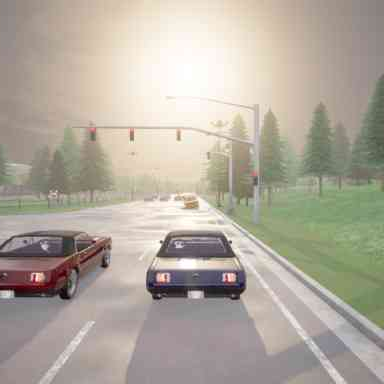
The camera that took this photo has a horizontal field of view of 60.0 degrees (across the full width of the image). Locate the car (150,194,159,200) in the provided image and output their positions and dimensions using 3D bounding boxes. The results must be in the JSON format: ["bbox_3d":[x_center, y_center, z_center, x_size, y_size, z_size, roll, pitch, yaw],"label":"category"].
[{"bbox_3d":[-10.324,1.332,91.064,1.837,1.490,4.892,0,0,0],"label":"car"}]

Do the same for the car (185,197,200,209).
[{"bbox_3d":[0.096,1.591,50.001,2.033,1.411,5.357,0,2,0],"label":"car"}]

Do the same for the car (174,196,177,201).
[{"bbox_3d":[-3.343,1.545,81.047,1.994,1.385,4.181,0,0,0],"label":"car"}]

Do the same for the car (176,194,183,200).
[{"bbox_3d":[-3.324,1.357,91.051,1.812,1.442,4.674,0,0,0],"label":"car"}]

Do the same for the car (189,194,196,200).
[{"bbox_3d":[0.176,1.372,91.044,2.033,1.411,5.357,0,0,0],"label":"car"}]

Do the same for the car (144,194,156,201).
[{"bbox_3d":[-10.344,1.531,80.644,2.033,1.411,5.357,0,0,0],"label":"car"}]

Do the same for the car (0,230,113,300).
[{"bbox_3d":[-3.405,1.601,8.360,1.895,1.301,4.718,0,0,0],"label":"car"}]

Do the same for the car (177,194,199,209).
[{"bbox_3d":[-0.368,1.054,46.619,1.882,1.535,5.008,-10,17,-8],"label":"car"}]

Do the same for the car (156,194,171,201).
[{"bbox_3d":[-6.844,1.531,80.638,2.033,1.411,5.357,0,0,0],"label":"car"}]

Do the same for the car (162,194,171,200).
[{"bbox_3d":[-6.824,1.372,91.058,2.033,1.411,5.357,0,0,0],"label":"car"}]

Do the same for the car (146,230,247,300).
[{"bbox_3d":[0.095,1.601,8.336,1.895,1.301,4.718,0,0,0],"label":"car"}]
